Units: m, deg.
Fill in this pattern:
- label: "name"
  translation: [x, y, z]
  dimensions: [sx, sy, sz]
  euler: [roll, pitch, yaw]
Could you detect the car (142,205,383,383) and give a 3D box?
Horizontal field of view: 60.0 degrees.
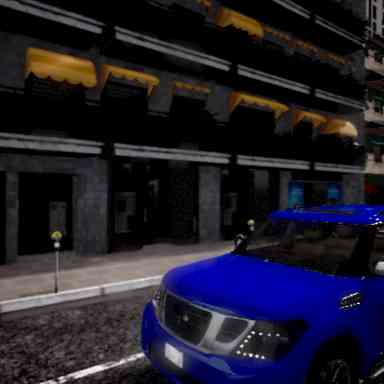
- label: "car"
  translation: [2.061, 1.245, 4.846]
  dimensions: [5.566, 2.045, 2.150]
  euler: [1, 0, -36]
